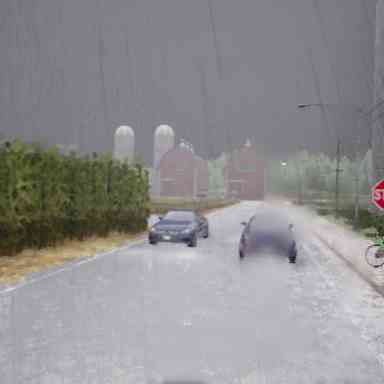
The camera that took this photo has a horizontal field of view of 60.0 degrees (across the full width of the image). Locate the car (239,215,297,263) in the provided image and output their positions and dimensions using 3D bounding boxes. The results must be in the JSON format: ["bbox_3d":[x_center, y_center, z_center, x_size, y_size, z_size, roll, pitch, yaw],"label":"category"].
[{"bbox_3d":[2.776,1.574,12.267,1.812,1.442,4.674,2,0,12],"label":"car"}]

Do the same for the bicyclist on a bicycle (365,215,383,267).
[{"bbox_3d":[5.977,1.447,9.895,1.656,1.620,0.582,1,0,-1],"label":"bicyclist on a bicycle"}]

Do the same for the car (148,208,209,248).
[{"bbox_3d":[-0.400,1.476,14.799,1.812,1.442,4.674,2,0,13],"label":"car"}]
